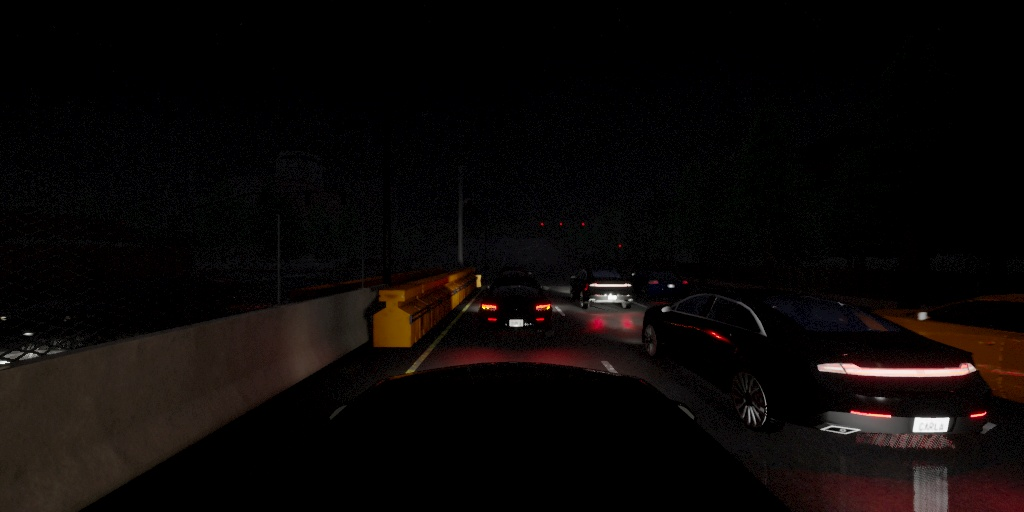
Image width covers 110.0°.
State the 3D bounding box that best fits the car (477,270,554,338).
[{"bbox_3d":[0.087,1.276,10.013,1.812,1.442,4.674,0,0,0],"label":"car"}]

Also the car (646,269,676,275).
[{"bbox_3d":[7.082,1.313,17.989,1.994,1.385,4.181,0,0,0],"label":"car"}]

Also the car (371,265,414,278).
[{"bbox_3d":[-7.033,1.276,21.862,1.812,1.442,4.674,0,0,0],"label":"car"}]

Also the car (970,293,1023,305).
[{"bbox_3d":[7.098,1.227,4.740,1.882,1.535,5.008,0,0,0],"label":"car"}]

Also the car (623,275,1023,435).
[{"bbox_3d":[3.600,1.242,5.515,2.128,1.511,4.902,0,0,0],"label":"car"}]

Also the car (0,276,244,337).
[{"bbox_3d":[-10.599,1.298,10.507,2.033,1.411,5.357,0,0,0],"label":"car"}]

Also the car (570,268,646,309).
[{"bbox_3d":[3.575,1.242,14.944,2.128,1.511,4.902,0,0,2],"label":"car"}]

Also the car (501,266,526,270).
[{"bbox_3d":[0.080,1.276,19.078,1.812,1.442,4.674,0,0,0],"label":"car"}]
